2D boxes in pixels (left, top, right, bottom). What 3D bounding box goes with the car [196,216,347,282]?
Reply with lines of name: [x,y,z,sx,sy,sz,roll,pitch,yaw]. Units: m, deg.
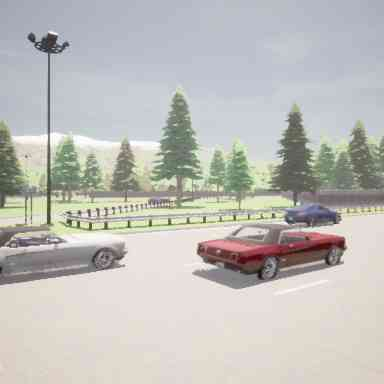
car: [2.533,1.601,9.841,4.718,1.301,1.895,0,0,-35]

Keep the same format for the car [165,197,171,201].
car: [-5.664,1.601,69.798,1.895,1.301,4.718,0,0,5]

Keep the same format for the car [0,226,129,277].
car: [-4.246,1.601,9.314,4.718,1.301,1.895,0,0,-35]

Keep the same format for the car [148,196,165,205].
car: [-6.658,1.526,59.571,1.812,1.442,4.674,0,0,5]

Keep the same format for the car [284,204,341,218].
car: [8.127,1.526,22.413,4.674,1.442,1.812,0,0,-35]
